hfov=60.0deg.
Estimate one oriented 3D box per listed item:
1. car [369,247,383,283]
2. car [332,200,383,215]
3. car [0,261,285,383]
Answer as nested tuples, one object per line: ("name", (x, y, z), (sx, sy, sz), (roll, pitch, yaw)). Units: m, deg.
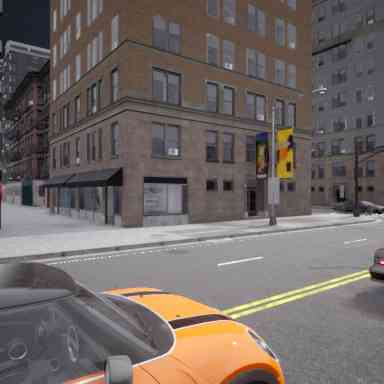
("car", (6.447, 1.548, 8.238), (5.357, 1.411, 2.033), (0, 0, -37))
("car", (16.998, 1.537, 33.711), (2.033, 1.411, 5.357), (0, 0, -31))
("car", (-1.356, 1.352, 2.437), (4.553, 1.767, 2.097), (0, 0, -37))
